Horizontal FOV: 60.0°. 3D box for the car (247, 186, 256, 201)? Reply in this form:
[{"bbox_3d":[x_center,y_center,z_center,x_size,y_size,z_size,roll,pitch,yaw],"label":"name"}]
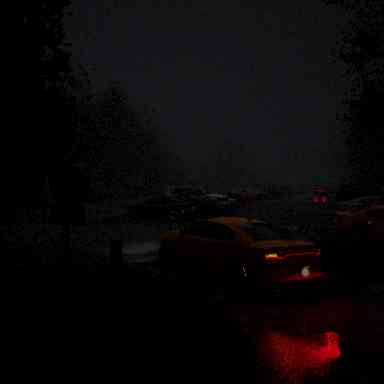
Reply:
[{"bbox_3d":[3.538,0.425,34.811,5.366,1.575,1.946,1,3,24],"label":"car"}]

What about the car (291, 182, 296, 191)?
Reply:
[{"bbox_3d":[16.134,-0.650,62.598,5.366,1.575,1.946,1,2,24],"label":"car"}]

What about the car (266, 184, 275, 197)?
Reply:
[{"bbox_3d":[7.312,0.097,42.235,5.366,1.575,1.946,1,3,24],"label":"car"}]

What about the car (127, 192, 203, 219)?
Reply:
[{"bbox_3d":[-2.047,1.031,22.116,4.792,1.488,2.163,1,3,24],"label":"car"}]

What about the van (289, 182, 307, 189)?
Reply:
[{"bbox_3d":[28.790,-1.787,90.348,4.442,1.987,1.878,1,1,24],"label":"van"}]

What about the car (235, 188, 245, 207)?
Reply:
[{"bbox_3d":[1.585,0.659,29.605,5.366,1.575,1.946,1,3,24],"label":"car"}]

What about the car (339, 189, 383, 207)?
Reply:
[{"bbox_3d":[16.726,0.553,31.846,4.792,1.488,2.163,1,3,24],"label":"car"}]

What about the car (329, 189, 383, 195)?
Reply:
[{"bbox_3d":[13.154,0.860,24.348,5.366,1.575,1.946,1,3,24],"label":"car"}]

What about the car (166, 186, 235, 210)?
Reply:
[{"bbox_3d":[0.296,0.523,27.133,5.566,2.045,2.435,1,3,24],"label":"car"}]

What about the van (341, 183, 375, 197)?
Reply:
[{"bbox_3d":[24.643,-0.393,49.515,4.442,1.987,1.878,1,2,24],"label":"van"}]

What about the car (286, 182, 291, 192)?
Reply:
[{"bbox_3d":[13.986,-0.435,57.480,4.792,1.488,2.163,1,2,24],"label":"car"}]

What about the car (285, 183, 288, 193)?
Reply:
[{"bbox_3d":[12.840,-0.345,54.952,4.792,1.488,2.163,1,2,24],"label":"car"}]

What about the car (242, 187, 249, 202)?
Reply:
[{"bbox_3d":[2.568,0.546,32.206,4.892,1.521,2.231,1,3,24],"label":"car"}]

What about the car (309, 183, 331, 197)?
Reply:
[{"bbox_3d":[18.361,-0.083,47.346,2.128,1.511,4.902,1,2,24],"label":"car"}]

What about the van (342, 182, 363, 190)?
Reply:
[{"bbox_3d":[38.414,-1.475,79.898,4.442,1.987,1.878,1,2,24],"label":"van"}]

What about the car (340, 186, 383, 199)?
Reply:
[{"bbox_3d":[22.468,0.014,44.429,5.008,1.535,2.097,1,2,24],"label":"car"}]

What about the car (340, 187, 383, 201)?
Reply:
[{"bbox_3d":[20.204,0.232,39.380,4.792,1.488,2.163,1,2,24],"label":"car"}]

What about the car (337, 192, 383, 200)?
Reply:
[{"bbox_3d":[9.974,1.077,16.804,4.553,1.767,2.185,1,3,24],"label":"car"}]

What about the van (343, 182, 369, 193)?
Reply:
[{"bbox_3d":[31.765,-0.932,64.664,4.442,1.987,1.878,1,2,24],"label":"van"}]

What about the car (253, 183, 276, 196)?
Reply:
[{"bbox_3d":[8.279,-0.004,44.833,4.892,1.521,2.231,1,3,24],"label":"car"}]

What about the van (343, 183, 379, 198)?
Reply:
[{"bbox_3d":[23.712,-0.300,46.897,4.442,1.987,1.878,1,2,24],"label":"van"}]

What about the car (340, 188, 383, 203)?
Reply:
[{"bbox_3d":[19.115,0.330,36.978,4.792,1.488,2.163,1,3,24],"label":"car"}]

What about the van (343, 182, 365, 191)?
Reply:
[{"bbox_3d":[36.337,-1.292,74.751,4.442,1.987,1.878,1,2,24],"label":"van"}]

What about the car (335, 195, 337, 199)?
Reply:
[{"bbox_3d":[11.011,1.123,19.244,4.792,1.488,2.163,1,3,24],"label":"car"}]

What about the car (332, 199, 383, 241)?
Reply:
[{"bbox_3d":[8.798,1.316,14.303,5.008,1.535,2.097,1,3,24],"label":"car"}]

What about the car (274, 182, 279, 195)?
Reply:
[{"bbox_3d":[9.460,-0.226,47.342,4.553,1.767,2.185,1,2,24],"label":"car"}]

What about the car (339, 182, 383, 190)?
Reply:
[{"bbox_3d":[15.634,0.387,29.290,5.566,2.045,2.435,1,3,24],"label":"car"}]

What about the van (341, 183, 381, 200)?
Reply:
[{"bbox_3d":[21.215,-0.120,41.932,4.442,1.987,1.878,1,2,24],"label":"van"}]

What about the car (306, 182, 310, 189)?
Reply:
[{"bbox_3d":[26.639,-1.705,85.246,5.566,2.045,2.435,1,2,24],"label":"car"}]

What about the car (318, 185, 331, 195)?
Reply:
[{"bbox_3d":[22.610,-0.431,56.720,1.882,1.535,5.008,1,2,24],"label":"car"}]

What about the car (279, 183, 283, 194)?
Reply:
[{"bbox_3d":[10.602,-0.164,49.873,4.792,1.488,2.163,1,2,24],"label":"car"}]

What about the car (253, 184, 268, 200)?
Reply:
[{"bbox_3d":[5.879,0.194,39.973,5.366,1.575,1.946,1,3,24],"label":"car"}]

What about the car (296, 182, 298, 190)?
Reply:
[{"bbox_3d":[17.454,-0.733,65.046,4.892,1.521,2.231,1,2,24],"label":"car"}]

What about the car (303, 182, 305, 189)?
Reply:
[{"bbox_3d":[23.171,-1.184,77.687,5.008,1.535,2.097,1,2,24],"label":"car"}]

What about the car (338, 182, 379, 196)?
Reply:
[{"bbox_3d":[25.866,-0.507,51.999,5.566,2.045,2.435,1,2,24],"label":"car"}]

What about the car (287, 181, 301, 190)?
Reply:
[{"bbox_3d":[19.571,-0.920,70.179,5.366,1.575,1.946,1,2,24],"label":"car"}]

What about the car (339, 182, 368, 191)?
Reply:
[{"bbox_3d":[35.062,-1.230,72.287,5.566,2.045,2.435,1,2,24],"label":"car"}]

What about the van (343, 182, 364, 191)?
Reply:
[{"bbox_3d":[37.428,-1.377,77.159,4.442,1.987,1.878,1,2,24],"label":"van"}]

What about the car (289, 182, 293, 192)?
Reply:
[{"bbox_3d":[15.131,-0.525,60.007,4.792,1.488,2.163,1,2,24],"label":"car"}]

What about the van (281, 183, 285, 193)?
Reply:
[{"bbox_3d":[11.828,-0.508,52.356,4.442,1.987,1.878,1,2,24],"label":"van"}]

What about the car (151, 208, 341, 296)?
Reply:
[{"bbox_3d":[0.904,1.379,8.522,1.882,1.535,5.008,2,-1,-31],"label":"car"}]

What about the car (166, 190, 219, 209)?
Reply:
[{"bbox_3d":[-0.870,0.887,24.627,5.008,1.535,2.097,1,3,24],"label":"car"}]

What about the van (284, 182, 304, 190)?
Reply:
[{"bbox_3d":[25.361,-1.592,82.779,4.442,1.987,1.878,1,2,24],"label":"van"}]
